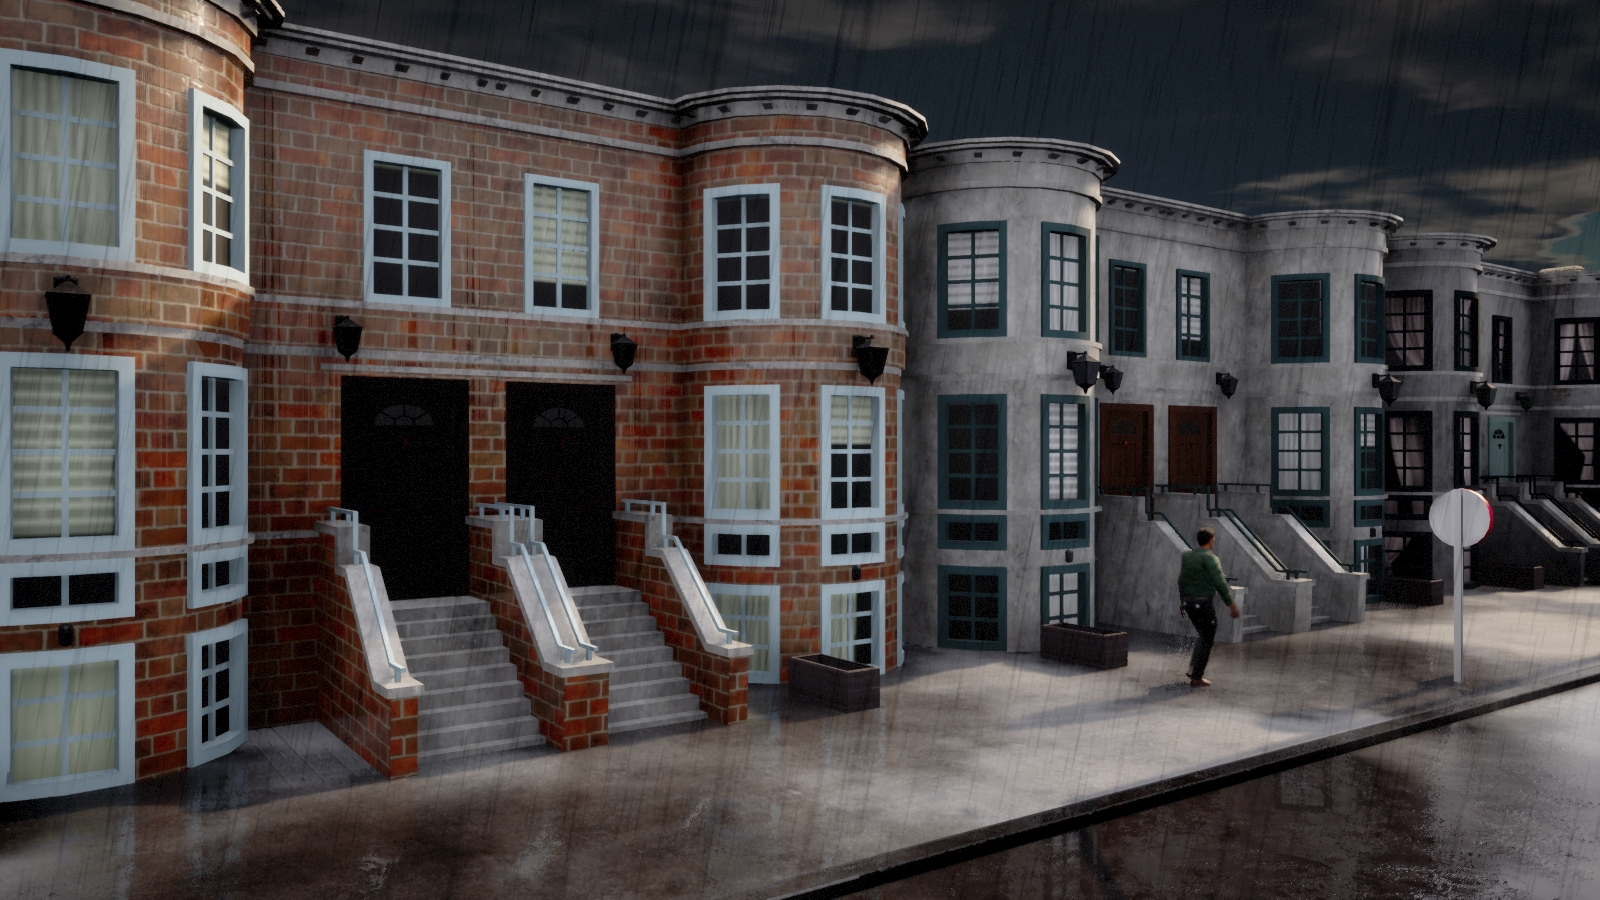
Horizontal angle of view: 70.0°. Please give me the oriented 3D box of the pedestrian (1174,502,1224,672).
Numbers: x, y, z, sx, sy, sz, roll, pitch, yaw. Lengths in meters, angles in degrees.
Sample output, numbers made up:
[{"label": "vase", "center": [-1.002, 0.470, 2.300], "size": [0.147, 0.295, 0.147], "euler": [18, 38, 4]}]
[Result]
[{"label": "pedestrian", "center": [4.497, 1.524, 12.875], "size": [0.375, 1.860, 0.375], "euler": [0, 0, -27]}]
